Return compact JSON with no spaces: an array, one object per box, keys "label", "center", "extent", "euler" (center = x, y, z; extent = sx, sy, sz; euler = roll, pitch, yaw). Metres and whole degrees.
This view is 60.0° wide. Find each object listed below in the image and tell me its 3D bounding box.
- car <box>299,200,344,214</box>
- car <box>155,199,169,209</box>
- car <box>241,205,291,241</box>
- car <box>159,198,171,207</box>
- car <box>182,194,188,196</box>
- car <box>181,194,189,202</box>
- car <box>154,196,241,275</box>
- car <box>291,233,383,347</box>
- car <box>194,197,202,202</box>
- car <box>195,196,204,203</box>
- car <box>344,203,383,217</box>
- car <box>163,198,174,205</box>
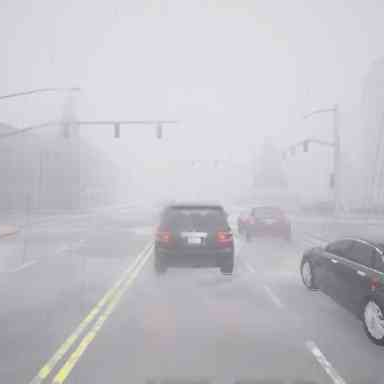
[{"label":"car","center":[14.476,1.717,37.227],"extent":[4.892,1.490,1.837],"euler":[0,0,-2]},{"label":"car","center":[-4.647,1.820,51.626],"extent":[1.812,1.442,4.674],"euler":[0,0,-1]},{"label":"car","center":[3.619,1.451,17.301],"extent":[2.097,1.767,4.553],"euler":[0,0,2]},{"label":"car","center":[-4.837,1.825,61.017],"extent":[1.882,1.535,5.008],"euler":[0,0,-1]},{"label":"car","center":[-1.706,1.951,79.900],"extent":[1.837,1.490,4.892],"euler":[0,0,-1]},{"label":"car","center":[-1.942,1.653,90.131],"extent":[2.150,2.045,5.566],"euler":[0,0,-1]},{"label":"car","center":[0.067,1.287,10.844],"extent":[2.150,2.045,5.566],"euler":[0,0,0]},{"label":"car","center":[3.610,1.544,6.334],"extent":[1.837,1.490,4.892],"euler":[0,0,0]},{"label":"car","center":[1.561,2.066,90.042],"extent":[1.994,1.385,4.181],"euler":[0,0,-1]},{"label":"car","center":[1.789,1.812,80.137],"extent":[2.097,1.767,4.553],"euler":[0,0,-1]},{"label":"car","center":[18.522,1.794,33.830],"extent":[4.718,1.301,1.895],"euler":[0,0,-1]},{"label":"car","center":[-5.000,1.957,70.897],"extent":[1.994,1.385,4.181],"euler":[0,0,-1]}]
